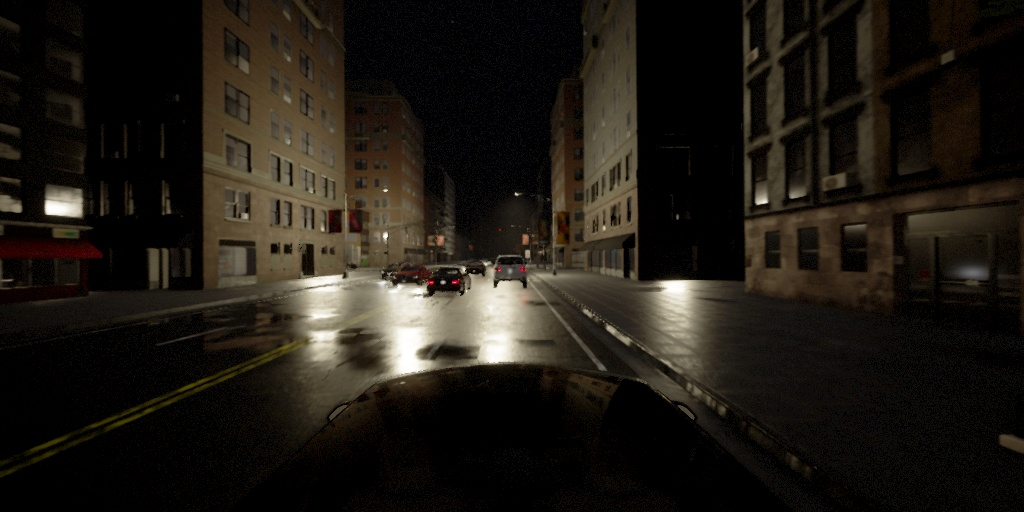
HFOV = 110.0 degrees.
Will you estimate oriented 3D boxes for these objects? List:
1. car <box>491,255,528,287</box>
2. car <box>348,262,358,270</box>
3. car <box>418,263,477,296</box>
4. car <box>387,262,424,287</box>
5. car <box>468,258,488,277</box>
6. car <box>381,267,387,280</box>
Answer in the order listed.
[{"bbox_3d":[-0.137,0.965,24.145,2.150,2.045,5.566,0,0,-1],"label":"car"},{"bbox_3d":[-25.958,1.491,55.221,4.313,1.339,1.948,0,0,0],"label":"car"},{"bbox_3d":[-3.335,1.315,19.706,2.033,1.411,5.357,0,0,-1],"label":"car"},{"bbox_3d":[-6.834,1.317,24.897,1.812,1.442,4.674,0,0,-1],"label":"car"},{"bbox_3d":[-3.512,1.242,35.353,1.882,1.535,5.008,0,0,-1],"label":"car"},{"bbox_3d":[-10.138,1.318,32.079,1.837,1.490,4.892,0,-1,0],"label":"car"}]
